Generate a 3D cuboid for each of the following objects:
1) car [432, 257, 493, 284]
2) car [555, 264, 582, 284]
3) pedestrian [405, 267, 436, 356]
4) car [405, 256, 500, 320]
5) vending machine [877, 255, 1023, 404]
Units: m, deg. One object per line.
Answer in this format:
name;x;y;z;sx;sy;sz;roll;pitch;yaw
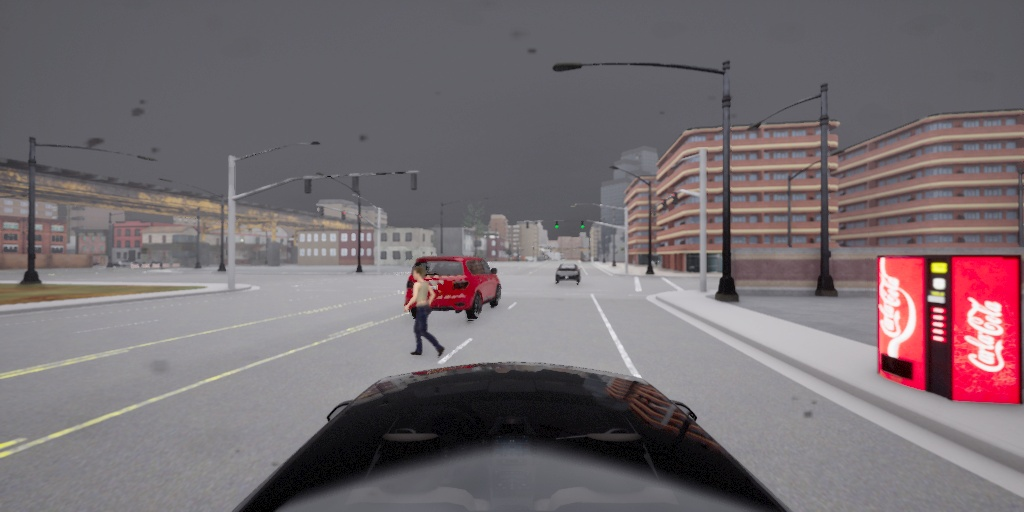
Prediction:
car;-4.243;1.112;30.030;2.150;2.045;5.566;2;-1;-44
car;4.576;1.389;28.861;2.128;1.511;4.902;0;0;12
pedestrian;-1.824;1.076;7.178;0.375;1.860;0.375;0;0;9
car;-1.911;1.040;13.170;2.150;2.045;5.566;0;0;9
vending machine;6.126;0.972;5.112;1.100;2.100;0.880;0;0;8
